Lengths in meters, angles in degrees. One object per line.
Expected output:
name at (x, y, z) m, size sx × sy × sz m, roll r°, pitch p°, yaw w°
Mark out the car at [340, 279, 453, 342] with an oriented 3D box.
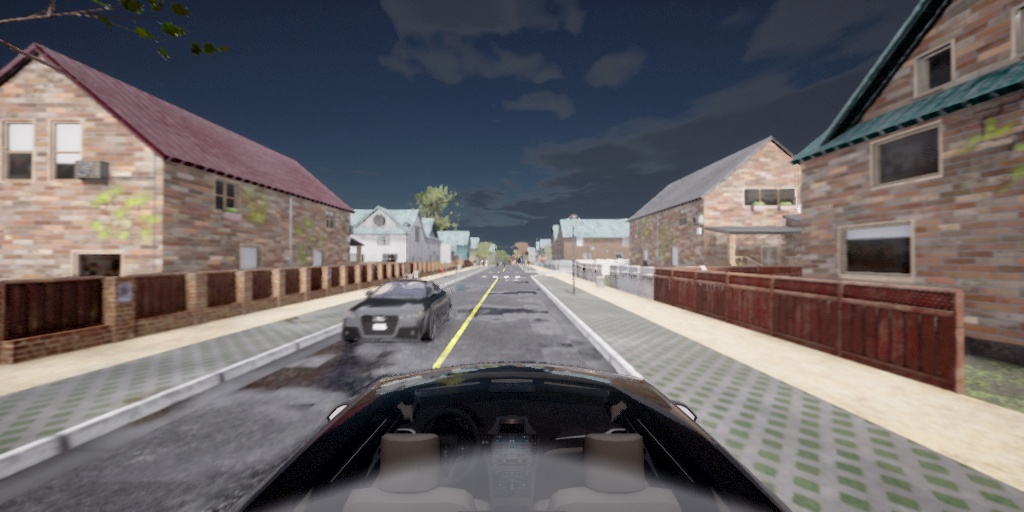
car at (-2.849, 1.336, 9.702) m, size 1.994 × 1.385 × 4.181 m, roll 0°, pitch 0°, yaw 0°
